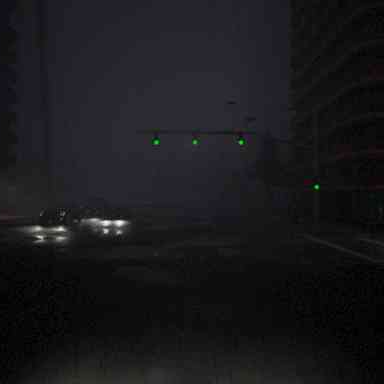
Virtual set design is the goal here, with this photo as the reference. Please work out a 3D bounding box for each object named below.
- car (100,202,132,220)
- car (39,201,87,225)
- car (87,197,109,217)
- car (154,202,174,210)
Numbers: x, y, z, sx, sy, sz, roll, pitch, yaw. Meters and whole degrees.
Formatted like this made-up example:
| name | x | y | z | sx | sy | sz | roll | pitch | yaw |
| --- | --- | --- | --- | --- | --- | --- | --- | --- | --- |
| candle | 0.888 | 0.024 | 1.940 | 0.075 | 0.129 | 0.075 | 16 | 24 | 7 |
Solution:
| name | x | y | z | sx | sy | sz | roll | pitch | yaw |
| --- | --- | --- | --- | --- | --- | --- | --- | --- | --- |
| car | -7.043 | 1.917 | 31.999 | 1.994 | 1.385 | 4.181 | 0 | -1 | 1 |
| car | -10.573 | 1.651 | 27.050 | 2.097 | 1.767 | 4.553 | 0 | -1 | 0 |
| car | -10.554 | 1.626 | 36.640 | 2.150 | 2.045 | 5.566 | 0 | -1 | 0 |
| car | -4.600 | 2.176 | 53.390 | 1.895 | 1.301 | 4.718 | 0 | -1 | -27 |
